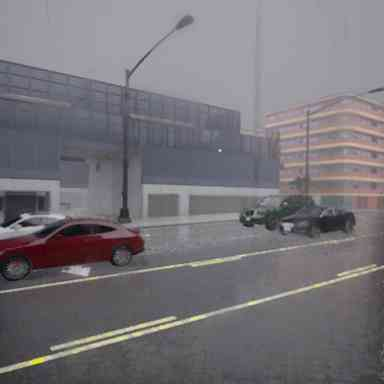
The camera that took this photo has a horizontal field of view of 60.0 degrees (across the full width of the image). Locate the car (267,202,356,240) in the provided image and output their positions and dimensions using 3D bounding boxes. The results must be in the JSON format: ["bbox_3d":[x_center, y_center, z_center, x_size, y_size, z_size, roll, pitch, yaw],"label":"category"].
[{"bbox_3d":[6.520,1.470,17.213,4.902,1.511,2.128,-1,1,-35],"label":"car"}]

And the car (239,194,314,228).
[{"bbox_3d":[5.497,1.191,20.780,5.566,2.045,2.150,-1,0,-35],"label":"car"}]

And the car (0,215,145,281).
[{"bbox_3d":[-3.667,1.535,9.973,4.674,1.442,1.812,0,0,-35],"label":"car"}]

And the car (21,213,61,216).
[{"bbox_3d":[-6.093,1.534,12.540,4.674,1.442,1.812,0,0,-35],"label":"car"}]
